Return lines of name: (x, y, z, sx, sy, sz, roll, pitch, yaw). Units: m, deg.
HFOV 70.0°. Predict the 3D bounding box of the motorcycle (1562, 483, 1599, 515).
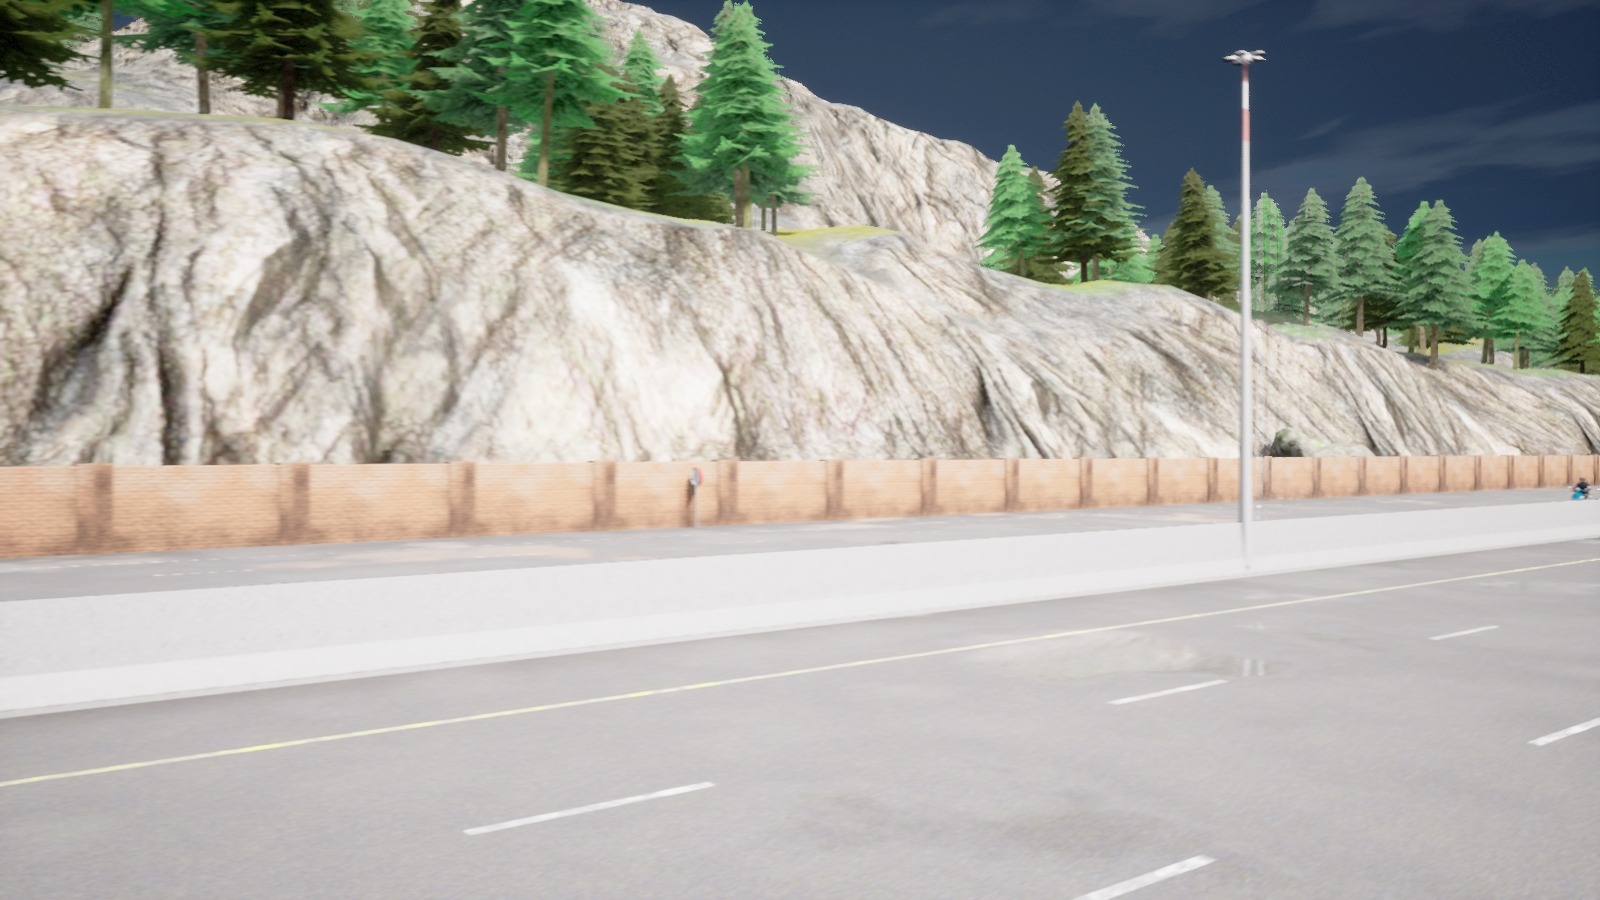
motorcycle: (34.288, 2.132, 50.152, 1.805, 1.334, 0.856, 0, 0, -36)
